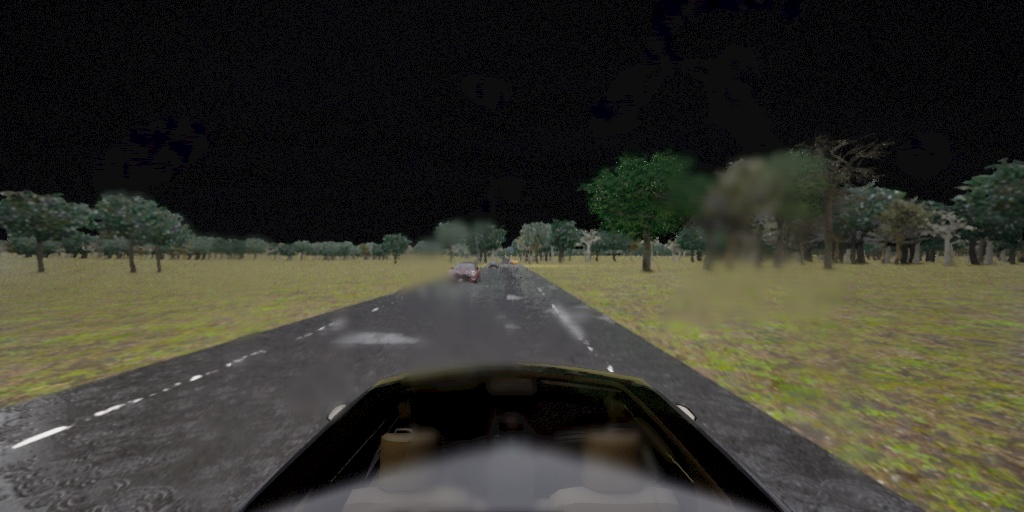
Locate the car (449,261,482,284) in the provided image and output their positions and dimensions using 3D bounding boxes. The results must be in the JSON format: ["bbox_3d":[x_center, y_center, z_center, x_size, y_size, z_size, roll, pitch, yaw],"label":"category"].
[{"bbox_3d":[-3.604,1.256,28.259,2.097,1.767,4.553,0,0,0],"label":"car"}]
